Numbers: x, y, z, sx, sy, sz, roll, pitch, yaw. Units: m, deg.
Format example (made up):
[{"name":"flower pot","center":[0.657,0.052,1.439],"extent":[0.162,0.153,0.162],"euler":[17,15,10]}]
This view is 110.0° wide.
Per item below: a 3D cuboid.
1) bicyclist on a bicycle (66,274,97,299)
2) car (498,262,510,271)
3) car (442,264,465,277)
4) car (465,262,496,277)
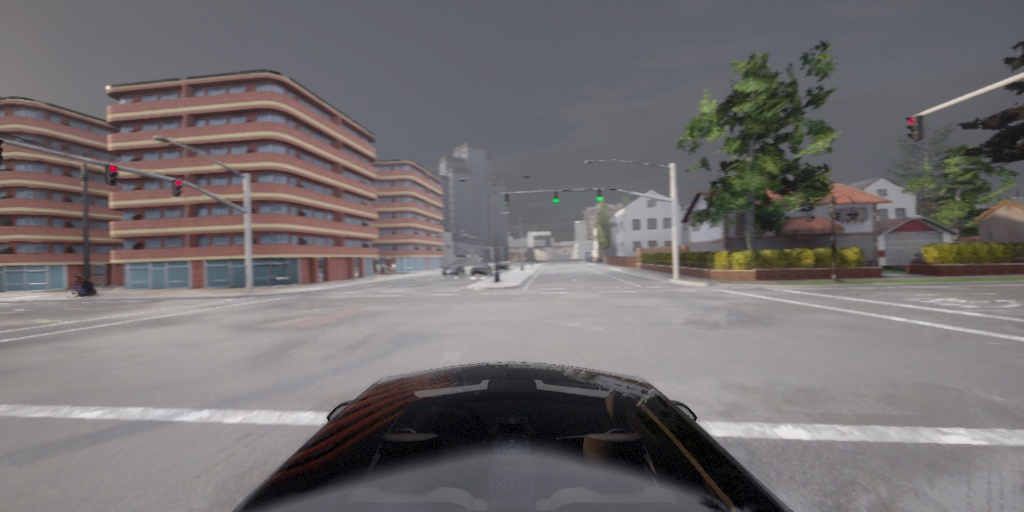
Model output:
[{"name":"bicyclist on a bicycle","center":[-29.522,2.067,24.588],"extent":[0.582,1.620,1.656],"euler":[-2,0,5]},{"name":"car","center":[-1.532,1.682,58.254],"extent":[1.895,1.301,4.718],"euler":[-2,0,7]},{"name":"car","center":[-6.853,1.655,42.584],"extent":[2.128,1.511,4.902],"euler":[-2,0,7]},{"name":"car","center":[-3.452,1.602,41.519],"extent":[2.033,1.411,5.357],"euler":[-2,0,7]}]
